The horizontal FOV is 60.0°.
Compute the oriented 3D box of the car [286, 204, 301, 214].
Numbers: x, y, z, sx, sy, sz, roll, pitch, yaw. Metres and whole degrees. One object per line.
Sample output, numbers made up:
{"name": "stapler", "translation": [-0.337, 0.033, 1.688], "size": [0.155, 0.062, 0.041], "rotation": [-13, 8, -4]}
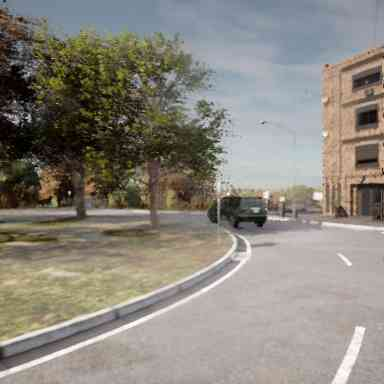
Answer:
{"name": "car", "translation": [16.443, 3.038, 56.212], "size": [2.002, 1.452, 4.674], "rotation": [2, -3, 28]}

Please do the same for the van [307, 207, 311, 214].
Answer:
{"name": "van", "translation": [21.687, 3.460, 65.999], "size": [1.878, 1.987, 4.442], "rotation": [0, -4, 28]}

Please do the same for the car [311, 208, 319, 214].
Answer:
{"name": "car", "translation": [26.850, 4.402, 75.592], "size": [2.002, 1.452, 4.674], "rotation": [0, -4, 28]}

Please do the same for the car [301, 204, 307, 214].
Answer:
{"name": "car", "translation": [19.028, 3.368, 61.052], "size": [2.163, 1.488, 4.792], "rotation": [0, -4, 28]}

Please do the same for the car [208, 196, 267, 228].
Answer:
{"name": "car", "translation": [3.053, 1.286, 23.184], "size": [2.150, 2.045, 5.566], "rotation": [1, 0, -20]}

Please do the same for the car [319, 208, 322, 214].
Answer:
{"name": "car", "translation": [29.512, 4.585, 80.542], "size": [2.185, 1.767, 4.553], "rotation": [0, -4, 28]}
